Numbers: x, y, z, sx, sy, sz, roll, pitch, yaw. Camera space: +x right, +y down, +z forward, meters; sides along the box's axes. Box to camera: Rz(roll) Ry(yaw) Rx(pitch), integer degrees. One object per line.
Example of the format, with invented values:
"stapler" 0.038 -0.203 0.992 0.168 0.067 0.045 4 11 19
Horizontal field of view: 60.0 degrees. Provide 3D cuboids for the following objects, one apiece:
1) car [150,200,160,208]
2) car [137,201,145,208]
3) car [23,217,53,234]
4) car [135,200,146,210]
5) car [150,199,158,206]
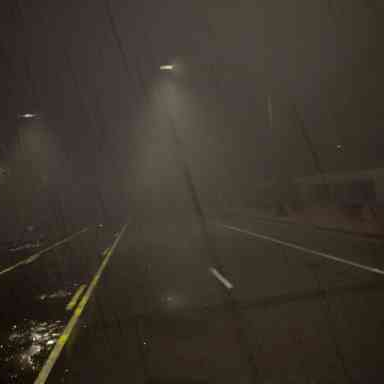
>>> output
"car" -8.333 2.932 76.922 2.033 1.411 5.357 -5 1 -9
"car" -13.433 3.175 86.685 1.895 1.301 4.718 -5 1 -9
"car" -15.736 3.328 34.108 2.128 1.511 4.902 -5 -1 -9
"car" -11.807 2.937 76.397 2.150 2.045 5.566 -5 1 -9
"car" -9.993 2.786 87.205 1.812 1.442 4.674 -5 1 -9
